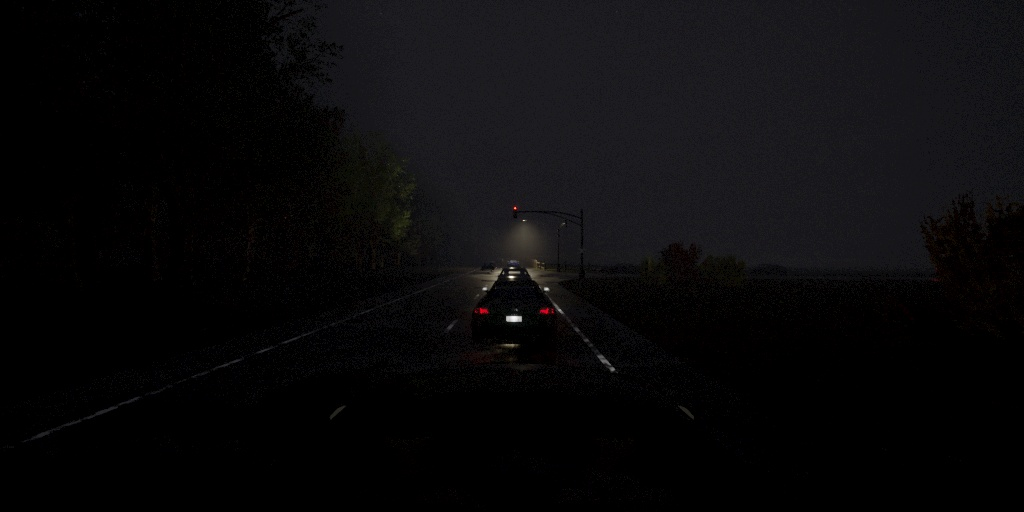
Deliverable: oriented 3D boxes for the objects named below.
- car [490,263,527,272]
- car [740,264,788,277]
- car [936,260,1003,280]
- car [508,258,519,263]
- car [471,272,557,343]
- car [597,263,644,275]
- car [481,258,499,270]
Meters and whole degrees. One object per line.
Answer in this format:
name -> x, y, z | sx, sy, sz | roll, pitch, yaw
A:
car -> 0.121, 1.301, 18.879 | 2.033, 1.411, 5.357 | 0, 0, 0
car -> 29.343, 1.618, 41.761 | 4.902, 1.511, 2.128 | 1, -1, 0
car -> 48.592, 1.499, 38.058 | 5.566, 2.045, 2.150 | 1, -1, 0
car -> 0.208, 1.318, 60.499 | 1.994, 1.385, 4.181 | 0, 0, 0
car -> 0.093, 1.316, 9.674 | 1.994, 1.385, 4.181 | 0, 0, 1
car -> 12.742, 1.497, 42.094 | 5.357, 1.411, 2.033 | 1, -1, 3
car -> -3.342, 1.304, 51.464 | 2.033, 1.411, 5.357 | 0, 0, 0
